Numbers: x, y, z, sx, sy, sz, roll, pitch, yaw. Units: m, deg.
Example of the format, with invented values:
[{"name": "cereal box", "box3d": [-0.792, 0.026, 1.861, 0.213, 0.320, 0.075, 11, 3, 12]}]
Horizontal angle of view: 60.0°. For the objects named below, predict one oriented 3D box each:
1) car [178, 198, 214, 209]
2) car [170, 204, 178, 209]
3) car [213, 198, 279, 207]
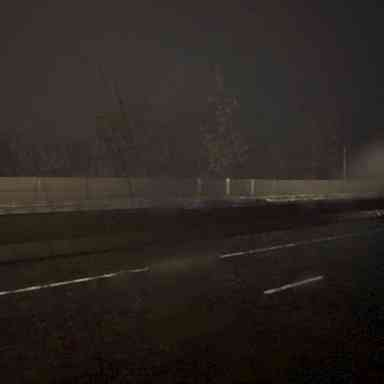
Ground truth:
[{"name": "car", "box3d": [1.680, 1.227, 26.675, 5.008, 1.535, 1.882, -1, 1, -35]}, {"name": "car", "box3d": [0.398, 1.336, 30.061, 4.718, 1.301, 1.895, -1, 1, -35]}, {"name": "car", "box3d": [4.268, 1.216, 24.222, 5.008, 1.535, 1.882, -1, 1, -35]}]
